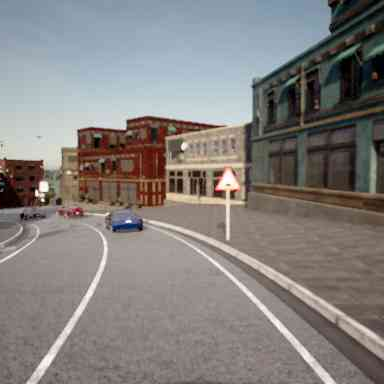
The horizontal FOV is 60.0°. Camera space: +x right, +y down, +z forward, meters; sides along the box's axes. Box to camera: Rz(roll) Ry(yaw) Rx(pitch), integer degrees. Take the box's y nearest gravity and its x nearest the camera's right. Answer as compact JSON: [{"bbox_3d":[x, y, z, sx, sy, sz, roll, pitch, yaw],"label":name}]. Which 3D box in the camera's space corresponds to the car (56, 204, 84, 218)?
[{"bbox_3d":[-13.758,2.141,37.602,1.812,1.442,4.674,-3,0,-38],"label":"car"}]

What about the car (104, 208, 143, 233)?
[{"bbox_3d":[-4.536,1.766,21.733,1.994,1.385,4.181,-2,0,-22],"label":"car"}]

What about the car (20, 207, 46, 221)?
[{"bbox_3d":[-17.668,2.405,36.889,1.994,1.385,4.181,-4,0,-39],"label":"car"}]
